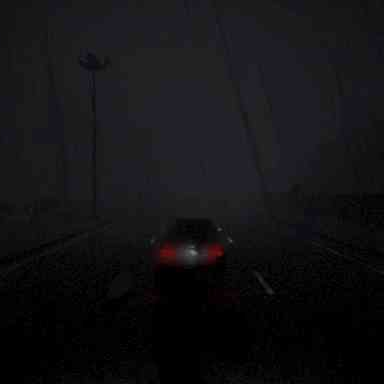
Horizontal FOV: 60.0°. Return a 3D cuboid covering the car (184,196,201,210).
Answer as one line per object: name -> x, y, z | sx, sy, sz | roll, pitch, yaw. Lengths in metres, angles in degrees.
car -> 0.065, 1.349, 41.342 | 2.128, 1.511, 4.902 | 0, 0, 0

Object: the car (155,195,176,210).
car -> -3.435, 1.405, 41.397 | 2.033, 1.411, 5.357 | 0, 0, 0

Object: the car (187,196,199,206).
car -> 0.128, 1.327, 51.677 | 1.837, 1.490, 4.892 | 0, 0, 0

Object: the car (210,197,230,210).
car -> 3.564, 1.336, 41.241 | 1.882, 1.535, 5.008 | 0, 0, 0

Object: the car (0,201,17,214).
car -> -18.567, 1.493, 31.225 | 1.895, 1.301, 4.718 | 0, 0, 0

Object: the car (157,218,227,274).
car -> -0.004, 1.511, 10.407 | 2.033, 1.411, 5.357 | 0, 0, 0

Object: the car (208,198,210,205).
car -> 3.628, 1.387, 51.659 | 1.994, 1.385, 4.181 | 0, 0, 0

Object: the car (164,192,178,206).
car -> -3.372, 1.044, 51.726 | 2.150, 2.045, 5.566 | 0, 0, 0

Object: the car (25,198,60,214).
car -> -15.064, 1.376, 33.716 | 2.128, 1.511, 4.902 | 0, 0, 0
